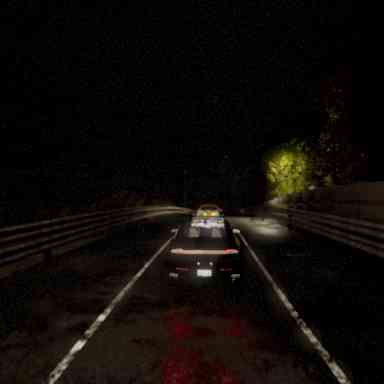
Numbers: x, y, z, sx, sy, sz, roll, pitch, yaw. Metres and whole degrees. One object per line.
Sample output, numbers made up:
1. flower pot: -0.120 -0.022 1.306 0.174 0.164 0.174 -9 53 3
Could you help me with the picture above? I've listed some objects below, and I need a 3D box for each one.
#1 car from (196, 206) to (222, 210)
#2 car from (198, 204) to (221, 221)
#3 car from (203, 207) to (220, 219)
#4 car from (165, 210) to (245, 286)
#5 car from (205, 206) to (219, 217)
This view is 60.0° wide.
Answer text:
1. car: 0.969 1.712 19.978 1.895 1.301 4.718 0 -1 3
2. car: 1.723 1.974 32.187 2.128 1.511 4.902 0 -2 4
3. car: 2.231 2.372 38.284 1.895 1.301 4.718 0 -3 3
4. car: 0.379 1.503 9.440 2.128 1.511 4.902 0 0 3
5. car: 2.891 2.823 47.606 1.882 1.535 5.008 0 -4 6
